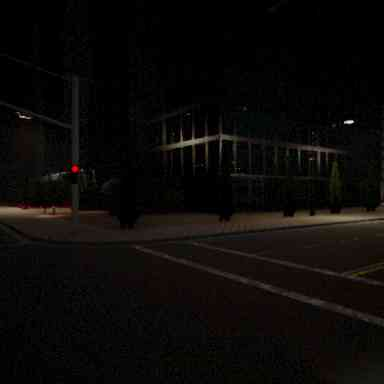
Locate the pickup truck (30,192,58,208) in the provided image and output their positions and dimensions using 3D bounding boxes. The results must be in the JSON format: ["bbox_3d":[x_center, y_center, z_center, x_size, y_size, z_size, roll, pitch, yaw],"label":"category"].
[{"bbox_3d":[-20.612,1.056,46.906,2.390,2.098,6.274,0,0,-6],"label":"pickup truck"}]
